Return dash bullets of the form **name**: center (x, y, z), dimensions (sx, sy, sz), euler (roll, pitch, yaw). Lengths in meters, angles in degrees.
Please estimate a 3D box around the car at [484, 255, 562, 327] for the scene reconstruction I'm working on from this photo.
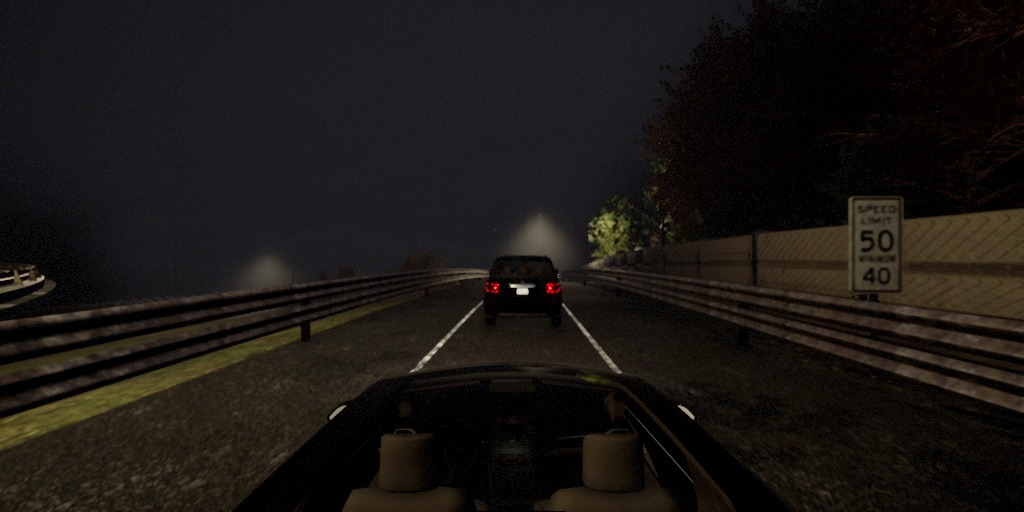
- **car**: center (0.374, 0.988, 11.715), dimensions (2.150, 2.045, 5.566), euler (0, 0, 2)
